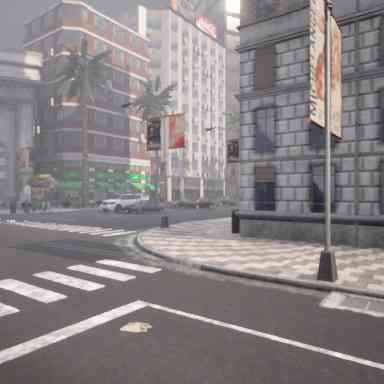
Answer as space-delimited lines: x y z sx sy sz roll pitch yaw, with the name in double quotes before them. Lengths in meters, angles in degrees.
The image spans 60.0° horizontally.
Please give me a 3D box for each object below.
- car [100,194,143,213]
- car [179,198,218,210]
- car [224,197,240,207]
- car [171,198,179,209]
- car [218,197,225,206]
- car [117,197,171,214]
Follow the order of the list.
"car" -7.728 1.212 37.819 2.150 2.045 5.566 0 0 36
"car" 0.951 1.470 43.602 1.882 1.535 5.008 0 0 38
"car" 7.483 1.556 51.198 4.181 1.385 1.994 0 0 -43
"car" -1.727 1.517 45.821 1.812 1.442 4.674 0 0 37
"car" 4.926 1.483 53.578 4.902 1.511 2.128 0 0 -44
"car" -5.014 1.540 35.625 2.033 1.411 5.357 0 0 36
